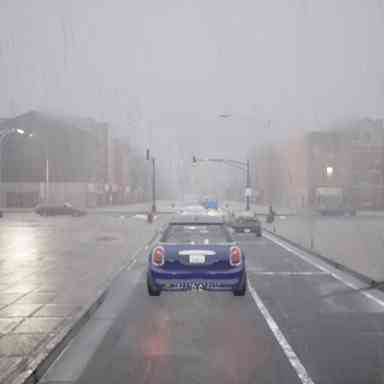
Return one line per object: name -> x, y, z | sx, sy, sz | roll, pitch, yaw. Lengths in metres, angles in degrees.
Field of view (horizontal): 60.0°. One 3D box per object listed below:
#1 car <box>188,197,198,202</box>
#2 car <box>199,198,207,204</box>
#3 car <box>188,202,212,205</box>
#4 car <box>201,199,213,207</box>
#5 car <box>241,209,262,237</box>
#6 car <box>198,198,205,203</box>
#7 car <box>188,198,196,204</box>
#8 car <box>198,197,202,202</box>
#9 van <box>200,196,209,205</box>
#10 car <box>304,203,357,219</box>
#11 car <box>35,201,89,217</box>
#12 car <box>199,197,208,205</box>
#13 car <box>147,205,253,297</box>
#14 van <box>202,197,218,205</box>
car -> 0.018, 2.188, 75.843 | 1.895, 1.301, 4.718 | 0, -1, 0
car -> 2.637, 2.217, 81.994 | 1.887, 1.381, 4.507 | -1, -1, 0
car -> 0.193, 1.620, 21.779 | 1.812, 1.442, 4.674 | 0, 0, 1
car -> 2.634, 1.967, 60.834 | 2.008, 1.369, 4.403 | -1, -1, 0
car -> 2.629, 1.624, 18.007 | 2.008, 1.369, 4.403 | -1, 0, 0
car -> 2.639, 2.404, 92.573 | 1.802, 1.307, 4.206 | -2, -1, 0
car -> 0.018, 2.250, 85.810 | 2.128, 1.511, 4.902 | 0, -1, 0
car -> 2.628, 1.675, 55.548 | 2.192, 1.841, 5.009 | -1, -1, 0
van -> 2.631, 1.879, 71.417 | 1.690, 1.788, 3.998 | -1, -1, 0
car -> 13.680, 1.817, 32.957 | 4.902, 1.511, 2.128 | 1, 1, 0
car -> -11.713, 1.545, 30.063 | 4.674, 1.442, 1.812 | 1, 1, 2
car -> 2.633, 2.044, 76.706 | 1.967, 1.590, 4.097 | -1, -1, 0
car -> 0.099, 1.381, 8.825 | 2.097, 1.767, 4.553 | 0, 0, 0
van -> 2.628, 1.603, 44.966 | 1.690, 1.788, 3.998 | -1, -1, 0
